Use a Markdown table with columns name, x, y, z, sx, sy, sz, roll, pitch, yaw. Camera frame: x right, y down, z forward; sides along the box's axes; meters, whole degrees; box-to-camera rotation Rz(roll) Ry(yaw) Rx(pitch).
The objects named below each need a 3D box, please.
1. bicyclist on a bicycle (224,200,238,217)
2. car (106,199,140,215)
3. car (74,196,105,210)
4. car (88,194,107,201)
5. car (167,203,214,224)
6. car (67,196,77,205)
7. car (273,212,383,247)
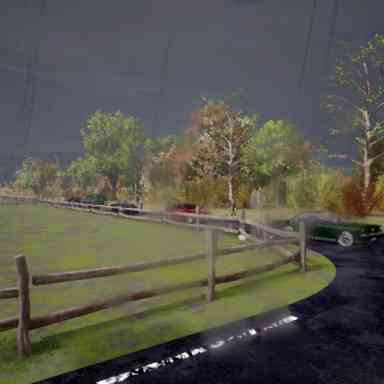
| name | x | y | z | sx | sy | sz | roll | pitch | yaw |
| --- | --- | --- | --- | --- | --- | --- | --- | --- | --- |
| bicyclist on a bicycle | 3.497 | 1.490 | 29.611 | 1.656 | 1.620 | 0.582 | 0 | 0 | -35 |
| car | -6.968 | 1.605 | 34.237 | 1.994 | 1.385 | 4.181 | 0 | 0 | -35 |
| car | -13.509 | 1.607 | 43.716 | 1.994 | 1.385 | 4.181 | 0 | 0 | -35 |
| car | -14.773 | 1.263 | 50.669 | 2.150 | 2.045 | 5.566 | 0 | 0 | -35 |
| car | -0.291 | 1.557 | 24.594 | 1.812 | 1.442 | 4.674 | 0 | 0 | -35 |
| car | -21.068 | 1.516 | 59.746 | 1.882 | 1.535 | 5.008 | 0 | 0 | -35 |
| car | 6.127 | 1.613 | 15.333 | 1.895 | 1.301 | 4.718 | 0 | 0 | -35 |
